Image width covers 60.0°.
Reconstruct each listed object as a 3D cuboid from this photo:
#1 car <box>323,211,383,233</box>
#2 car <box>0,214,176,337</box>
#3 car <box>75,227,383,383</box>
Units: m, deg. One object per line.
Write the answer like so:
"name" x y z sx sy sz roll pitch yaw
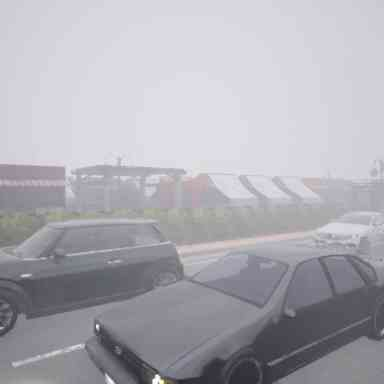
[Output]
"car" 6.839 1.526 13.433 4.674 1.442 1.812 0 0 -37
"car" -2.430 1.352 6.638 4.553 1.767 2.097 0 0 -35
"car" 1.310 1.547 4.968 5.357 1.411 2.033 0 0 -37
